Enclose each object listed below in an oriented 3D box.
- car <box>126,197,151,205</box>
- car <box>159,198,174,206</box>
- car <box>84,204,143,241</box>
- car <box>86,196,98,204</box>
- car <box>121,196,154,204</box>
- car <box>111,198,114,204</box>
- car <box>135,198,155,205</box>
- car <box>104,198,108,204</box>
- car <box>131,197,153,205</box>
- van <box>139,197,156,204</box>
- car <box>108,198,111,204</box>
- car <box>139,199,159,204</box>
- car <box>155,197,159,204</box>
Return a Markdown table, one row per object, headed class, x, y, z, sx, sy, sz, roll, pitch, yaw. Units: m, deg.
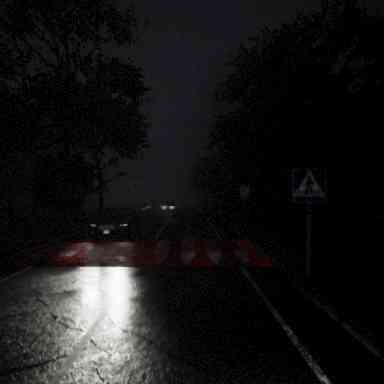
| class | x | y | z | sx | sy | sz | roll | pitch | yaw |
| --- | --- | --- | --- | --- | --- | --- | --- | --- | --- |
| car | -11.310 | 1.938 | 70.651 | 4.892 | 1.521 | 2.231 | 0 | -2 | -1 |
| car | -4.089 | 1.755 | 57.581 | 1.994 | 1.385 | 4.181 | 0 | -1 | 0 |
| car | -3.542 | 1.500 | 16.089 | 2.128 | 1.511 | 4.902 | -1 | -3 | -1 |
| car | -24.452 | 1.785 | 73.471 | 5.566 | 2.045 | 2.435 | 0 | -2 | -1 |
| car | -11.081 | 1.861 | 67.886 | 5.366 | 1.575 | 1.946 | 0 | -2 | -1 |
| car | -24.649 | 2.612 | 90.069 | 5.008 | 1.535 | 2.097 | 0 | -2 | -1 |
| car | -11.487 | 2.331 | 81.740 | 4.792 | 1.488 | 2.163 | 0 | -2 | -1 |
| car | -24.546 | 2.292 | 84.536 | 4.553 | 1.767 | 2.185 | 0 | -2 | -1 |
| car | -11.413 | 1.984 | 76.201 | 4.553 | 1.767 | 2.185 | 0 | -2 | -1 |
| van | -11.652 | 2.271 | 87.295 | 4.442 | 1.987 | 1.878 | 0 | -2 | -1 |
| car | -24.609 | 2.510 | 87.175 | 5.008 | 1.535 | 2.097 | 0 | -2 | -1 |
| car | -11.578 | 2.594 | 90.064 | 5.008 | 1.535 | 2.097 | 0 | -2 | -1 |
| car | -11.391 | 1.953 | 78.976 | 5.566 | 2.045 | 2.435 | 0 | -2 | -1 |
